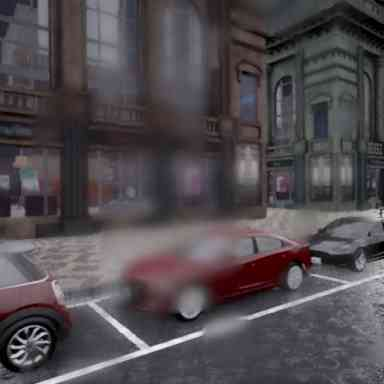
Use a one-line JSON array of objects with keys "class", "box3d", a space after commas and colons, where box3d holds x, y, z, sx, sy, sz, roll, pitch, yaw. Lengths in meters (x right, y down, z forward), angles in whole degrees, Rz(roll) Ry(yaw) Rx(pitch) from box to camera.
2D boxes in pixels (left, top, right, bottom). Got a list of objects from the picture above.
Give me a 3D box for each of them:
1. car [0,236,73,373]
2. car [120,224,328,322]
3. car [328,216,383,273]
[{"class": "car", "box3d": [-3.732, 1.449, 3.985, 4.097, 1.590, 1.967, -1, 1, -36]}, {"class": "car", "box3d": [0.698, 1.491, 7.146, 4.507, 1.381, 1.887, -1, 1, -36]}, {"class": "car", "box3d": [5.127, 1.451, 10.307, 4.313, 1.339, 1.947, -1, 1, -36]}]
